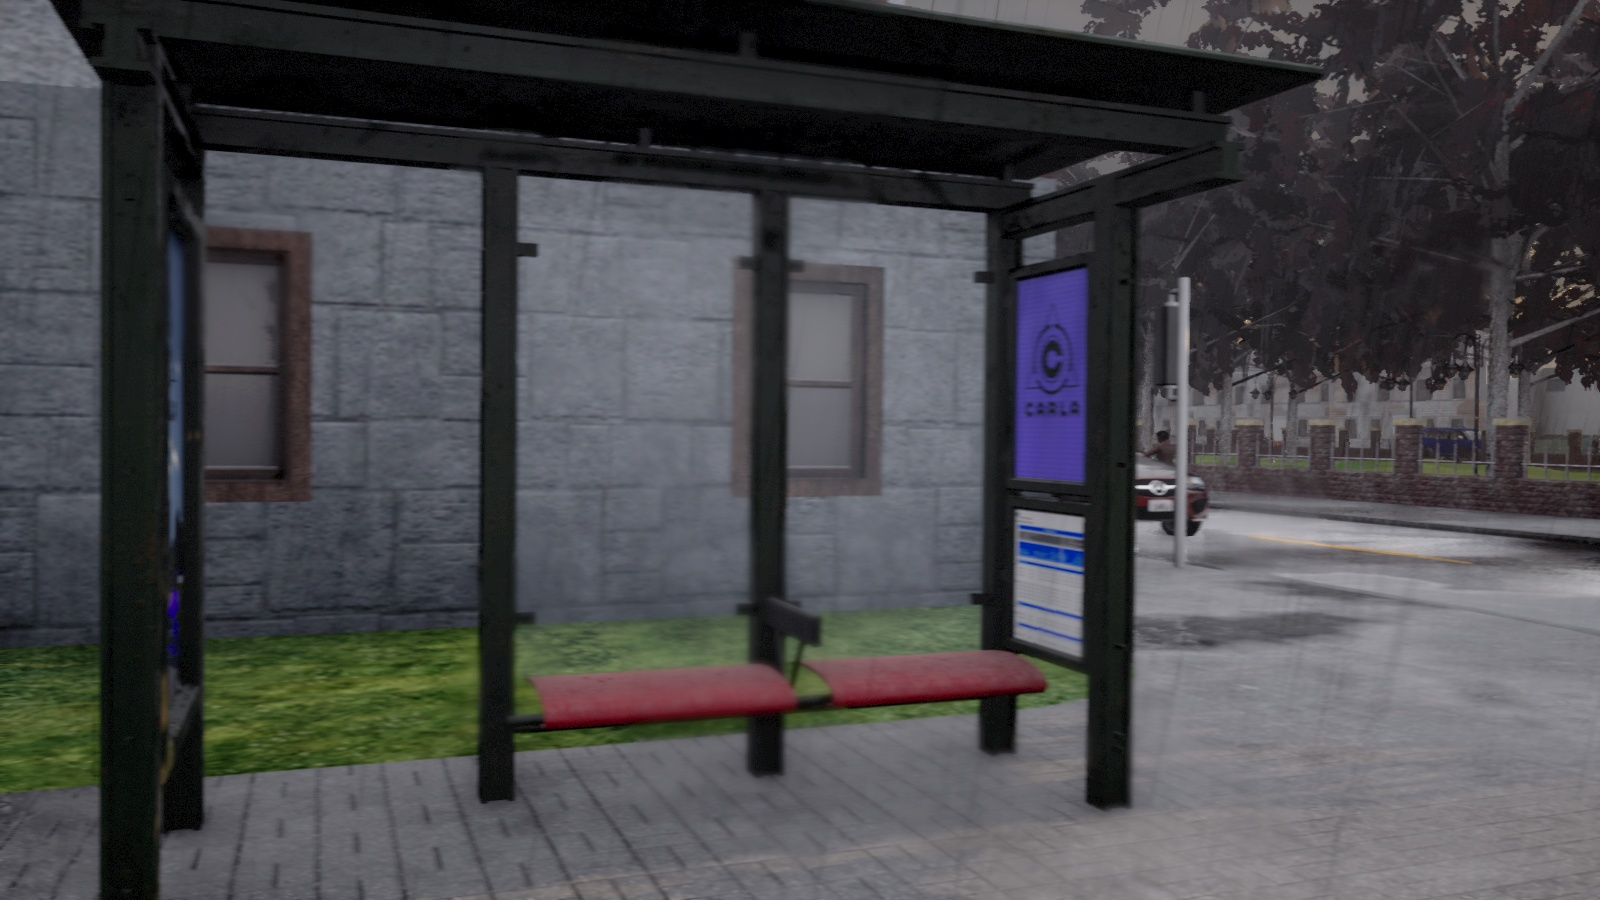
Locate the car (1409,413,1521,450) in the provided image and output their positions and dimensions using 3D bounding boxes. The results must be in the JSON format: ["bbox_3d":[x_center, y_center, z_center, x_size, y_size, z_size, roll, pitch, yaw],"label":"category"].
[{"bbox_3d":[37.617,-1.049,71.220,2.150,2.045,5.566,-1,1,-21],"label":"car"}]

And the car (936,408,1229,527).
[{"bbox_3d":[4.300,0.202,20.152,2.152,1.651,5.027,-1,1,-21],"label":"car"}]
